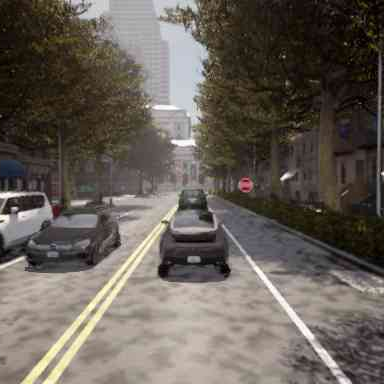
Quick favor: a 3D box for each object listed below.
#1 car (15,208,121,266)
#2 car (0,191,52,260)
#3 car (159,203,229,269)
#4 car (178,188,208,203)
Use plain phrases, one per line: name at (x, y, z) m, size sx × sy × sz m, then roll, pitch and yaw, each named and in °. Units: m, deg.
car at (-3.587, 1.319, 10.904) m, size 1.812 × 1.442 × 4.674 m, roll 0°, pitch 1°, yaw 0°
car at (-6.552, 1.019, 11.017) m, size 2.435 × 2.045 × 5.566 m, roll 0°, pitch 1°, yaw 0°
car at (0.063, 1.309, 10.359) m, size 1.837 × 1.490 × 4.892 m, roll 0°, pitch 1°, yaw 0°
car at (0.069, 0.726, 26.305) m, size 2.150 × 2.045 × 5.566 m, roll 0°, pitch 1°, yaw 0°
